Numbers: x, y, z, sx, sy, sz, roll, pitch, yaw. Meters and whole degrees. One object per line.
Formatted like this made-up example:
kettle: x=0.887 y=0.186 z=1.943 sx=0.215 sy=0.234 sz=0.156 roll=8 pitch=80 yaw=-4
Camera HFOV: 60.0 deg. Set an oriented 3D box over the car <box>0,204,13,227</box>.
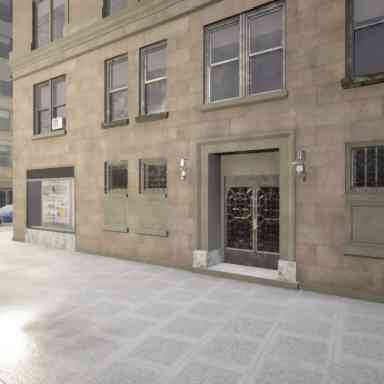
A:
car: x=-11.889 y=1.512 z=23.033 sx=2.033 sy=1.411 sz=5.357 roll=0 pitch=0 yaw=39
